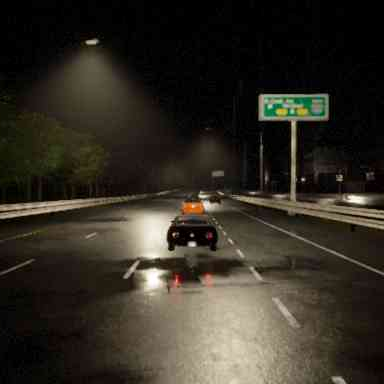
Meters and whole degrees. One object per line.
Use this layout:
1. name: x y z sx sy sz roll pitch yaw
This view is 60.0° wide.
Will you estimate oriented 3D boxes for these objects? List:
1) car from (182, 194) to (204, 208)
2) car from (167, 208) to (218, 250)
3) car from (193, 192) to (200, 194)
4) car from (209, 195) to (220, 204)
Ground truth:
1. car: 0.102 1.328 31.881 2.097 1.767 4.553 0 0 0
2. car: 0.018 1.601 14.280 1.895 1.301 4.718 0 0 0
3. car: 0.395 1.331 61.910 1.837 1.490 4.892 0 0 1
4. car: 3.954 1.359 58.509 1.837 1.490 4.892 0 1 1
